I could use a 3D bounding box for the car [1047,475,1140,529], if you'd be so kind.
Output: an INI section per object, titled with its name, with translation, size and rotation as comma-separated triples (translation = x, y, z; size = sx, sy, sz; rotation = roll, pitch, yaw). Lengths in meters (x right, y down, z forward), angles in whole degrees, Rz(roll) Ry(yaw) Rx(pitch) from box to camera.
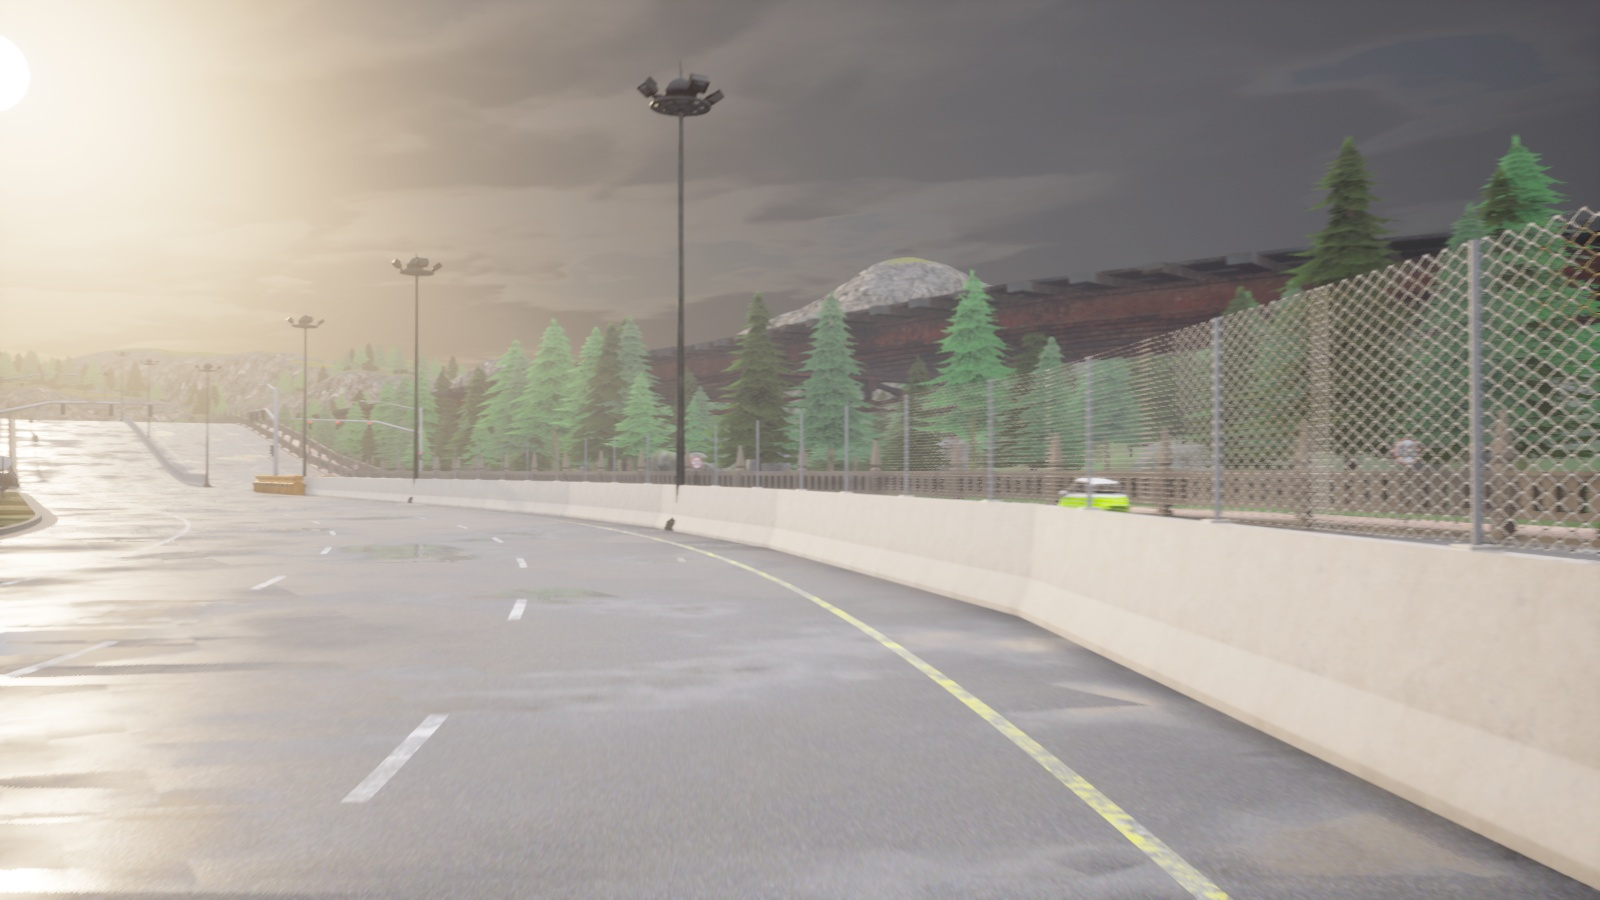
[car]
translation = 7.885, 1.370, 33.889
size = 1.481, 1.376, 2.207
rotation = 0, -1, -19
